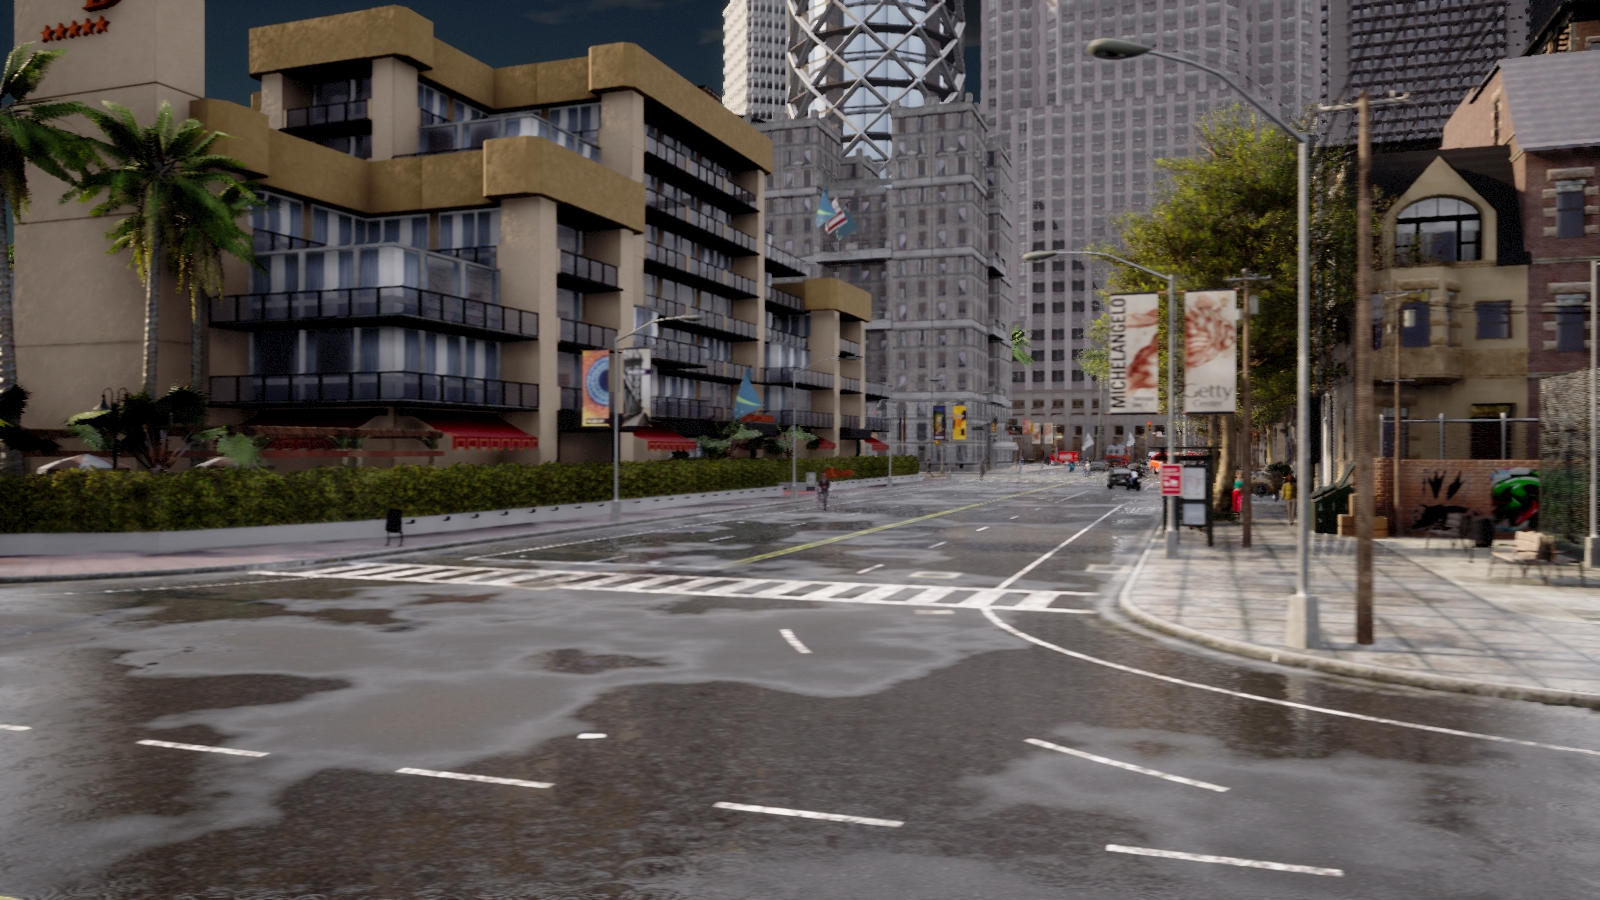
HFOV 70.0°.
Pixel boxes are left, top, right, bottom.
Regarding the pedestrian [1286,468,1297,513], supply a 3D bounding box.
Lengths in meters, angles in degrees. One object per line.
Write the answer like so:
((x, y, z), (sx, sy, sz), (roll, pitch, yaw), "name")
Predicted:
((20.625, 1.697, 47.950), (0.375, 1.860, 0.375), (0, 0, 20), "pedestrian")

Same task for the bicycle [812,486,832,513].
((0.995, 2.211, 51.333), (0.329, 1.171, 1.835), (0, 0, 19), "bicycle")

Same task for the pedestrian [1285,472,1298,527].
((16.880, 1.697, 39.234), (0.375, 1.860, 0.375), (0, 0, 27), "pedestrian")

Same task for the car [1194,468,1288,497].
((27.095, 1.993, 70.304), (5.027, 1.651, 2.152), (0, 0, 37), "car")

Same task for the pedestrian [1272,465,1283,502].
((24.387, 1.697, 58.340), (0.375, 1.860, 0.375), (0, 0, -45), "pedestrian")

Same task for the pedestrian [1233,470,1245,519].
((16.885, 1.699, 43.948), (0.375, 1.860, 0.375), (0, 0, 17), "pedestrian")
